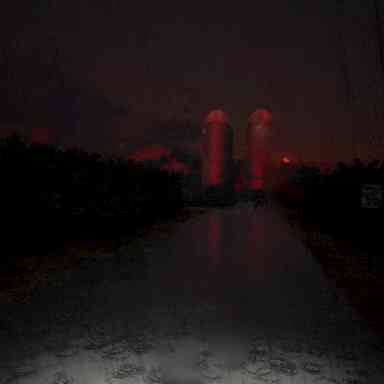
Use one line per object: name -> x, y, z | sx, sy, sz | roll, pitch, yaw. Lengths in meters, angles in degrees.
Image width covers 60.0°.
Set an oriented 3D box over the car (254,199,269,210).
car -> 9.772, 1.668, 46.509 | 1.812, 1.442, 4.674 | 2, 0, 12
